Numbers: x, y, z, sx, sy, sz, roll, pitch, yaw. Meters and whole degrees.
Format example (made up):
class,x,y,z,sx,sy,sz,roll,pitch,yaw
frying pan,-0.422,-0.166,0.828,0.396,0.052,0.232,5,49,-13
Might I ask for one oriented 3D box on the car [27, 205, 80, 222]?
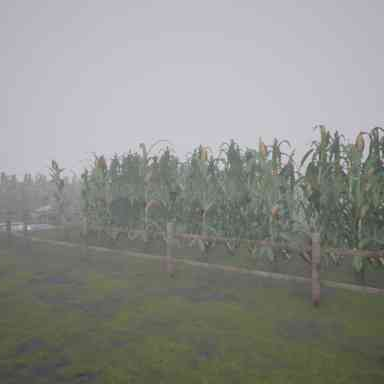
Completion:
class,x,y,z,sx,sy,sz,roll,pitch,yaw
car,-10.990,1.686,26.231,1.994,1.385,4.181,-1,-1,37
